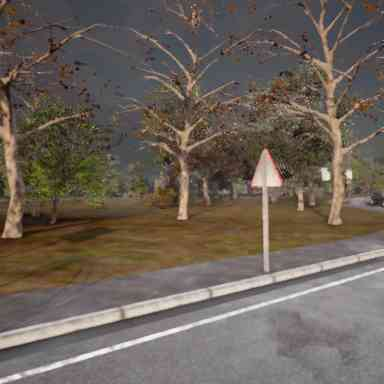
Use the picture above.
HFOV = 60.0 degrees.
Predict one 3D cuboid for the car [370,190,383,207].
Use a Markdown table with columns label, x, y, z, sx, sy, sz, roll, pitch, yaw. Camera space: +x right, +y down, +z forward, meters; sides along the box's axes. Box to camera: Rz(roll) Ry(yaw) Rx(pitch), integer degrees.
| label | x | y | z | sx | sy | sz | roll | pitch | yaw |
| --- | --- | --- | --- | --- | --- | --- | --- | --- | --- |
| car | 22.040 | 0.855 | 37.842 | 1.837 | 1.490 | 4.892 | -2 | 1 | 6 |
